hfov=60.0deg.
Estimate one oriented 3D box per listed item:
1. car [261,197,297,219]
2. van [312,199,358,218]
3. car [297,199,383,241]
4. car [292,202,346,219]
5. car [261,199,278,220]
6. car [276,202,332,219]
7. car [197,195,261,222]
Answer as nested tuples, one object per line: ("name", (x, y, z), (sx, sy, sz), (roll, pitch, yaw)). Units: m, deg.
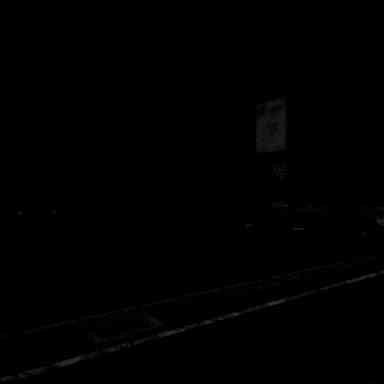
("car", (7.094, 1.453, 31.340), (2.435, 2.045, 5.566), (2, -1, -36))
("van", (16.209, 1.844, 37.792), (1.878, 1.987, 4.442), (3, -1, -36))
("car", (8.098, 1.397, 16.977), (2.185, 1.767, 4.553), (2, -1, -36))
("car", (13.760, 1.965, 36.401), (1.946, 1.575, 5.366), (3, -1, -36))
("car", (4.817, 1.636, 29.712), (2.231, 1.521, 4.892), (2, -1, -36))
("car", (11.601, 1.875, 34.848), (1.946, 1.575, 5.366), (2, -1, -36))
("car", (2.676, 1.321, 28.129), (2.435, 2.045, 5.566), (2, -1, -36))
